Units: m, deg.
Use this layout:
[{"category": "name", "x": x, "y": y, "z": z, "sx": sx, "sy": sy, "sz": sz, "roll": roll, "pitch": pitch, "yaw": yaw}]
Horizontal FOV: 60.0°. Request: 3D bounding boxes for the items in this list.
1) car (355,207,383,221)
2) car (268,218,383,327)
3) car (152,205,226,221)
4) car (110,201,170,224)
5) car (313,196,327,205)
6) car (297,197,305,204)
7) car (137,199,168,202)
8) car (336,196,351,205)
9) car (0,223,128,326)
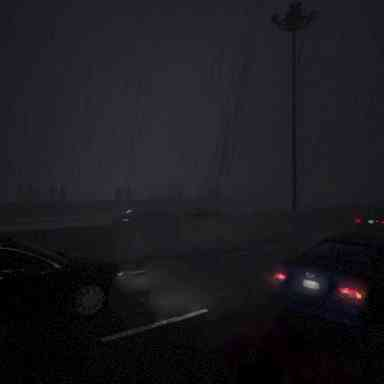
[{"category": "car", "x": 10.386, "y": 1.491, "z": 17.958, "sx": 2.033, "sy": 1.411, "sz": 5.357, "roll": 0, "pitch": 0, "yaw": 43}, {"category": "car", "x": 3.842, "y": 1.527, "z": 6.965, "sx": 5.357, "sy": 1.411, "sz": 2.033, "roll": 0, "pitch": 0, "yaw": -40}, {"category": "car", "x": 0.257, "y": 1.557, "z": 18.139, "sx": 4.181, "sy": 1.385, "sz": 1.994, "roll": 0, "pitch": 0, "yaw": -43}, {"category": "car", "x": -2.641, "y": 1.532, "z": 20.170, "sx": 4.674, "sy": 1.442, "sz": 1.812, "roll": 0, "pitch": 0, "yaw": -43}, {"category": "car", "x": 20.960, "y": 1.403, "z": 54.388, "sx": 1.812, "sy": 1.442, "sz": 4.674, "roll": 0, "pitch": 0, "yaw": 22}, {"category": "car", "x": 19.153, "y": 1.485, "z": 59.367, "sx": 1.895, "sy": 1.301, "sz": 4.718, "roll": 0, "pitch": 0, "yaw": 20}, {"category": "car", "x": -3.427, "y": 1.361, "z": 24.241, "sx": 4.553, "sy": 1.767, "sz": 2.097, "roll": 0, "pitch": 0, "yaw": -44}, {"category": "car", "x": 24.361, "y": 1.364, "z": 53.484, "sx": 1.837, "sy": 1.490, "sz": 4.892, "roll": 0, "pitch": 0, "yaw": 22}, {"category": "car", "x": -3.517, "y": 1.520, "z": 5.709, "sx": 4.892, "sy": 1.490, "sz": 1.837, "roll": 0, "pitch": 0, "yaw": -36}]
